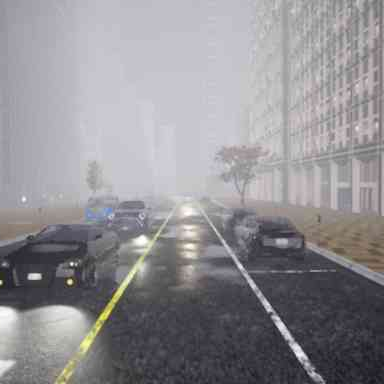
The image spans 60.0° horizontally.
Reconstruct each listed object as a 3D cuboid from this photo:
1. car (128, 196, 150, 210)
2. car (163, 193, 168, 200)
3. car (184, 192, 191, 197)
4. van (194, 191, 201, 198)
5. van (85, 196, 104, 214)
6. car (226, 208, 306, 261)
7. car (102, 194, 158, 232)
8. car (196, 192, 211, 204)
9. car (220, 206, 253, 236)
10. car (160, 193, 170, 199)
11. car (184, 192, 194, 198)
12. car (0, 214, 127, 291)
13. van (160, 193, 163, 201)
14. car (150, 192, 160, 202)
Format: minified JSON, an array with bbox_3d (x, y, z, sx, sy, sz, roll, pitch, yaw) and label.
[{"bbox_3d":[-6.222,1.251,39.571,2.008,1.369,4.403,-1,0,-1],"label":"car"},{"bbox_3d":[-6.604,1.026,67.693,1.887,1.381,4.507,-1,0,-1],"label":"car"},{"bbox_3d":[-1.261,0.675,94.126,2.033,1.411,5.357,0,0,-1],"label":"car"},{"bbox_3d":[1.540,0.631,84.679,1.690,1.788,3.998,-2,0,-1],"label":"van"},{"bbox_3d":[-5.998,1.182,22.697,1.690,1.788,3.998,-1,1,-1],"label":"van"},{"bbox_3d":[2.540,1.438,11.563,1.947,1.339,4.313,-1,1,-1],"label":"car"},{"bbox_3d":[-3.328,1.206,18.824,2.097,1.767,4.553,0,0,-1],"label":"car"},{"bbox_3d":[2.005,1.125,50.934,1.802,1.307,4.206,-2,0,-1],"label":"car"},{"bbox_3d":[2.463,1.388,17.187,1.947,1.339,4.313,-1,1,-1],"label":"car"},{"bbox_3d":[-6.833,0.908,84.566,2.008,1.369,4.403,-1,0,-1],"label":"car"},{"bbox_3d":[-1.120,0.810,83.770,2.033,1.411,5.357,0,0,-1],"label":"car"},{"bbox_3d":[-3.190,1.508,8.740,1.994,1.385,4.181,0,1,0],"label":"car"},{"bbox_3d":[-6.456,0.908,56.442,1.690,1.788,3.998,-1,0,-1],"label":"van"},{"bbox_3d":[-6.375,1.156,50.820,1.887,1.381,4.507,-1,0,-1],"label":"car"}]
